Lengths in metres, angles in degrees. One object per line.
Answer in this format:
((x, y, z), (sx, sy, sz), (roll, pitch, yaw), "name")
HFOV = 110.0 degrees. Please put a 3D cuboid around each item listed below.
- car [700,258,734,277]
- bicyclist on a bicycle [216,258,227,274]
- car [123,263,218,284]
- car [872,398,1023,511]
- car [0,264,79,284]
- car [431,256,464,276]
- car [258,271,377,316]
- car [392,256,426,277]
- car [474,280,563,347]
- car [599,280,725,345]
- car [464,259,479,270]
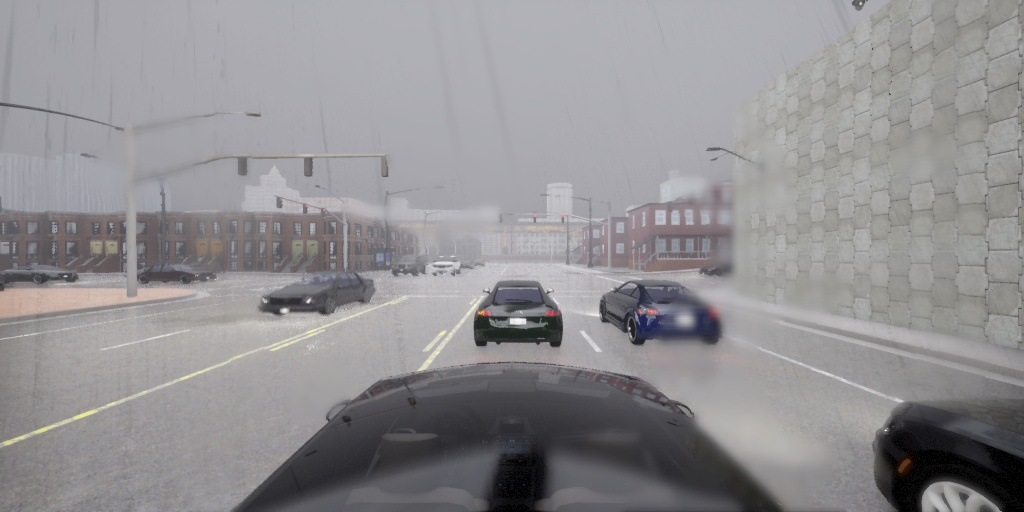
((18.535, 0.854, 29.630), (5.357, 1.411, 2.033), (-5, 0, 1), "car")
((-30.389, 1.053, 37.354), (0.582, 1.620, 1.656), (0, 0, 1), "bicyclist on a bicycle")
((-24.888, 1.297, 26.319), (5.357, 1.411, 2.033), (0, 0, 0), "car")
((3.584, 1.255, 0.624), (1.837, 1.490, 4.892), (0, 0, 1), "car")
((-34.853, 1.314, 26.410), (4.181, 1.385, 1.994), (0, 0, 1), "car")
((-6.674, 0.972, 36.906), (2.150, 2.045, 5.566), (0, 0, 1), "car")
((-6.957, 1.297, 13.664), (2.033, 1.411, 5.357), (0, 0, 1), "car")
((-10.186, 0.973, 35.976), (2.150, 2.045, 5.566), (0, 0, 1), "car")
((0.164, 1.314, 9.377), (1.994, 1.385, 4.181), (0, 0, 1), "car")
((3.668, 1.314, 9.536), (1.994, 1.385, 4.181), (0, 0, 1), "car")
((-6.489, 1.297, 51.745), (2.033, 1.411, 5.357), (0, 0, 1), "car")
